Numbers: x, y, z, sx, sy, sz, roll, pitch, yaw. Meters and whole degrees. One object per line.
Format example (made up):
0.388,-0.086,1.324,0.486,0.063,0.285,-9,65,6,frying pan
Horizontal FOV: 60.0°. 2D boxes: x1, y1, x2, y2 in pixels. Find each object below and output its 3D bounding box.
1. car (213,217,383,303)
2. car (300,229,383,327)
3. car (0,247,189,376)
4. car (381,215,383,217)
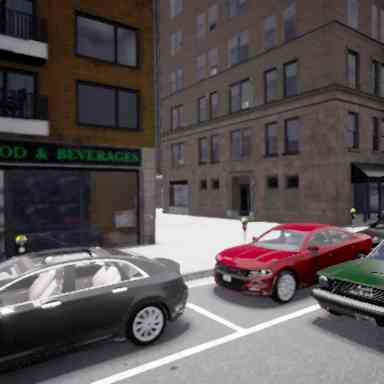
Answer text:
2.543,1.447,7.946,4.507,1.381,1.887,-1,1,-35,car
4.310,1.497,6.087,4.718,1.301,1.895,-1,1,-35,car
-2.107,1.538,4.681,4.403,1.369,2.008,-1,1,-35,car
7.193,1.383,11.211,4.313,1.339,1.947,-1,1,-35,car
